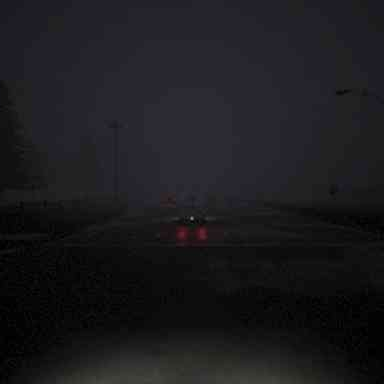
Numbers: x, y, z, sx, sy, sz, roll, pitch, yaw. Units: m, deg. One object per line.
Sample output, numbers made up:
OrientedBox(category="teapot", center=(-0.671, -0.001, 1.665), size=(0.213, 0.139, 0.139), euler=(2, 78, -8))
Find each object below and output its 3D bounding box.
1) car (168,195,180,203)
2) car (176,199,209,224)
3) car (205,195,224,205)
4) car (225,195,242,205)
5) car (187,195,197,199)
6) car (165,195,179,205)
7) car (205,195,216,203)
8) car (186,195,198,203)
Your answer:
OrientedBox(category="car", center=(-3.490, 1.343, 64.883), size=(2.128, 1.511, 4.902), euler=(0, 0, 0))
OrientedBox(category="car", center=(0.004, 1.471, 23.855), size=(1.812, 1.442, 4.674), euler=(0, 0, 0))
OrientedBox(category="car", center=(3.509, 1.423, 54.463), size=(2.033, 1.411, 5.357), euler=(0, 0, 0))
OrientedBox(category="car", center=(7.009, 1.439, 54.879), size=(1.994, 1.385, 4.181), euler=(0, 0, 0))
OrientedBox(category="car", center=(0.009, 1.423, 54.463), size=(2.033, 1.411, 5.357), euler=(0, 0, 0))
OrientedBox(category="car", center=(-3.491, 1.401, 54.880), size=(1.812, 1.442, 4.674), euler=(0, 0, 0))
OrientedBox(category="car", center=(3.510, 1.329, 64.882), size=(1.882, 1.535, 5.008), euler=(0, 0, 0))
OrientedBox(category="car", center=(0.010, 1.343, 64.883), size=(2.128, 1.511, 4.902), euler=(0, 0, 0))
